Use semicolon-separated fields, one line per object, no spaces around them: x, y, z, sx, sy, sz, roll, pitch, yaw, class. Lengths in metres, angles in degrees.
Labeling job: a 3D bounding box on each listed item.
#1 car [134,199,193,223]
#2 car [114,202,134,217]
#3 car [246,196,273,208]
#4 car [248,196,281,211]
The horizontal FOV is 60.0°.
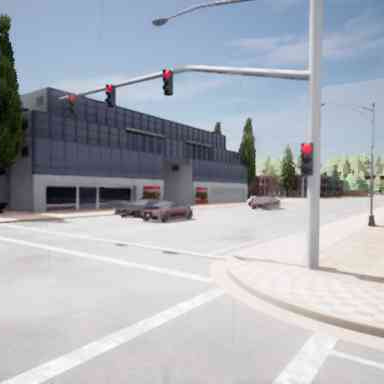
-1.735;1.340;23.523;1.994;1.385;4.181;1;1;36;car
-3.705;1.272;26.786;2.033;1.411;5.357;1;1;36;car
9.147;1.290;44.619;1.994;1.385;4.181;1;1;36;car
8.415;1.255;37.633;1.882;1.535;5.008;1;1;36;car
